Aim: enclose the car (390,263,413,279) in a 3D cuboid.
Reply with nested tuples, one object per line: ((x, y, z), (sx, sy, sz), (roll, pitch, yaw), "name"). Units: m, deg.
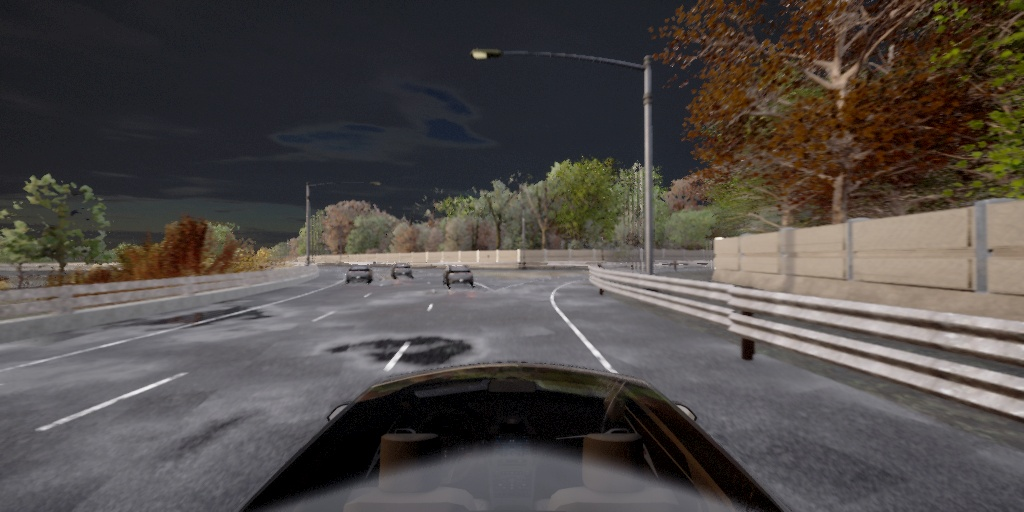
((-11.209, 1.465, 36.328), (2.128, 1.511, 4.902), (0, 0, -22), "car")

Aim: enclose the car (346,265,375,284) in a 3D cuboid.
((-12.395, 1.445, 29.445), (2.128, 1.511, 4.902), (0, 0, -18), "car")

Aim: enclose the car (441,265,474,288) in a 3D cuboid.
((-3.841, 1.366, 25.159), (2.128, 1.511, 4.902), (0, 0, -15), "car")

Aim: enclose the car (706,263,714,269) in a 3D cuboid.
((31.868, 1.216, 54.736), (5.008, 1.535, 1.882), (0, 0, -23), "car")
